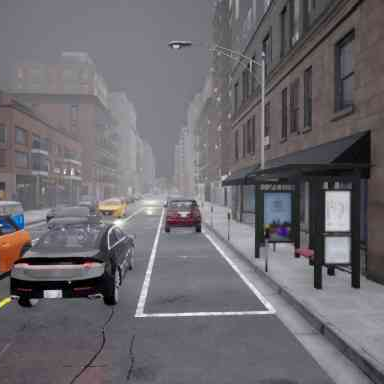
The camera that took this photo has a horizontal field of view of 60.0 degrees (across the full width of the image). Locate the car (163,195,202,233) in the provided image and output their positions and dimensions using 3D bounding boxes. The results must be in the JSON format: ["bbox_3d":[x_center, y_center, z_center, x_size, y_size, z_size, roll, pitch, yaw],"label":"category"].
[{"bbox_3d":[-0.579,1.264,19.326,2.192,1.841,5.009,0,0,-4],"label":"car"}]

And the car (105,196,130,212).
[{"bbox_3d":[-6.781,1.377,28.376,1.882,1.535,5.008,0,1,-4],"label":"car"}]

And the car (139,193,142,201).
[{"bbox_3d":[-12.504,1.323,72.674,1.802,1.307,4.206,0,0,-4],"label":"car"}]

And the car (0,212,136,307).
[{"bbox_3d":[-2.478,1.469,7.932,2.128,1.511,4.902,0,0,-4],"label":"car"}]

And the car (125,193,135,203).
[{"bbox_3d":[-11.354,1.361,56.496,1.947,1.339,4.313,0,0,-4],"label":"car"}]

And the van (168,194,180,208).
[{"bbox_3d":[-2.528,1.200,46.287,1.690,1.788,3.998,0,0,-4],"label":"van"}]

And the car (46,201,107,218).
[{"bbox_3d":[-6.023,1.440,17.558,1.837,1.490,4.892,0,0,-4],"label":"car"}]

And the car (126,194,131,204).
[{"bbox_3d":[-10.970,1.364,51.103,2.008,1.369,4.403,0,0,-4],"label":"car"}]

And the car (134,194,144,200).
[{"bbox_3d":[-13.271,1.256,83.459,2.008,1.369,4.403,0,0,-4],"label":"car"}]

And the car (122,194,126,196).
[{"bbox_3d":[-10.575,1.358,45.542,1.752,1.417,4.829,0,0,-4],"label":"car"}]

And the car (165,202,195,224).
[{"bbox_3d":[-0.969,1.482,24.719,2.008,1.369,4.403,0,0,-4],"label":"car"}]

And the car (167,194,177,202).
[{"bbox_3d":[-4.087,1.226,67.855,1.967,1.590,4.097,0,0,-4],"label":"car"}]

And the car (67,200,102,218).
[{"bbox_3d":[-9.437,1.431,29.533,1.887,1.381,4.507,0,0,-4],"label":"car"}]

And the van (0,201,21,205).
[{"bbox_3d":[-8.286,1.281,13.354,1.690,1.788,3.998,0,0,-4],"label":"van"}]

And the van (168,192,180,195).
[{"bbox_3d":[-1.748,1.237,35.502,1.690,1.788,3.998,0,0,-4],"label":"van"}]

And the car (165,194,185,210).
[{"bbox_3d":[-2.138,1.192,40.895,2.192,1.841,5.009,0,0,-4],"label":"car"}]

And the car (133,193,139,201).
[{"bbox_3d":[-11.737,1.092,61.888,2.192,1.841,5.009,0,0,-4],"label":"car"}]

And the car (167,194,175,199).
[{"bbox_3d":[-5.647,1.265,89.424,2.008,1.369,4.403,0,0,-4],"label":"car"}]

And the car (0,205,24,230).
[{"bbox_3d":[-5.320,1.321,7.211,2.097,1.767,4.553,0,0,-3],"label":"car"}]
